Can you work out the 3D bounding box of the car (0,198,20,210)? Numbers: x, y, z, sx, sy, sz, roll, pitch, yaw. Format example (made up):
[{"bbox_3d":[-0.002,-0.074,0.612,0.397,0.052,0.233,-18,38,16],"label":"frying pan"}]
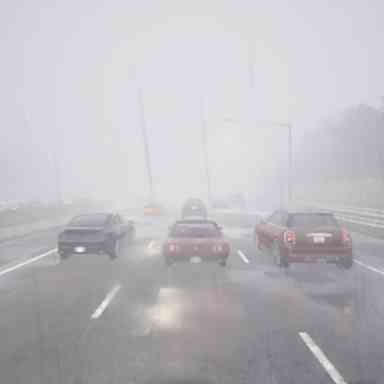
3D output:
[{"bbox_3d":[-23.690,1.480,41.240,1.812,1.442,4.674,0,0,-3],"label":"car"}]

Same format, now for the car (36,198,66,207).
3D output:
[{"bbox_3d":[-17.394,1.480,42.004,1.812,1.442,4.674,0,0,1],"label":"car"}]

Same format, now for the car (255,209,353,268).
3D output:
[{"bbox_3d":[3.517,1.337,11.313,2.097,1.767,4.553,0,0,0],"label":"car"}]

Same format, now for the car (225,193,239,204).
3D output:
[{"bbox_3d":[7.409,1.192,62.218,2.150,2.045,5.566,0,0,1],"label":"car"}]

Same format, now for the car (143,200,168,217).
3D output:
[{"bbox_3d":[-3.295,1.440,30.728,1.882,1.535,5.008,0,0,0],"label":"car"}]

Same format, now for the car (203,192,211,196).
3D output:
[{"bbox_3d":[4.256,1.505,85.065,1.837,1.490,4.892,0,0,1],"label":"car"}]

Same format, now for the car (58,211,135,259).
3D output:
[{"bbox_3d":[-3.379,1.488,12.465,1.837,1.490,4.892,0,0,0],"label":"car"}]

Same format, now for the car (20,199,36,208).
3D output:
[{"bbox_3d":[-20.874,1.554,43.667,1.895,1.301,4.718,0,0,1],"label":"car"}]

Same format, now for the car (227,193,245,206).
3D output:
[{"bbox_3d":[7.170,1.182,52.937,2.150,2.045,5.566,0,0,2],"label":"car"}]

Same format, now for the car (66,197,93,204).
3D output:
[{"bbox_3d":[-13.891,1.459,42.262,1.837,1.490,4.892,0,0,1],"label":"car"}]

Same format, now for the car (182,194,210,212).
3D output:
[{"bbox_3d":[0.194,1.316,28.977,2.097,1.767,4.553,0,0,0],"label":"car"}]

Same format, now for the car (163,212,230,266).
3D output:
[{"bbox_3d":[0.118,1.586,11.431,1.895,1.301,4.718,0,0,0],"label":"car"}]

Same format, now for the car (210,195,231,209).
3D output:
[{"bbox_3d":[3.720,1.521,45.196,1.994,1.385,4.181,0,0,1],"label":"car"}]
